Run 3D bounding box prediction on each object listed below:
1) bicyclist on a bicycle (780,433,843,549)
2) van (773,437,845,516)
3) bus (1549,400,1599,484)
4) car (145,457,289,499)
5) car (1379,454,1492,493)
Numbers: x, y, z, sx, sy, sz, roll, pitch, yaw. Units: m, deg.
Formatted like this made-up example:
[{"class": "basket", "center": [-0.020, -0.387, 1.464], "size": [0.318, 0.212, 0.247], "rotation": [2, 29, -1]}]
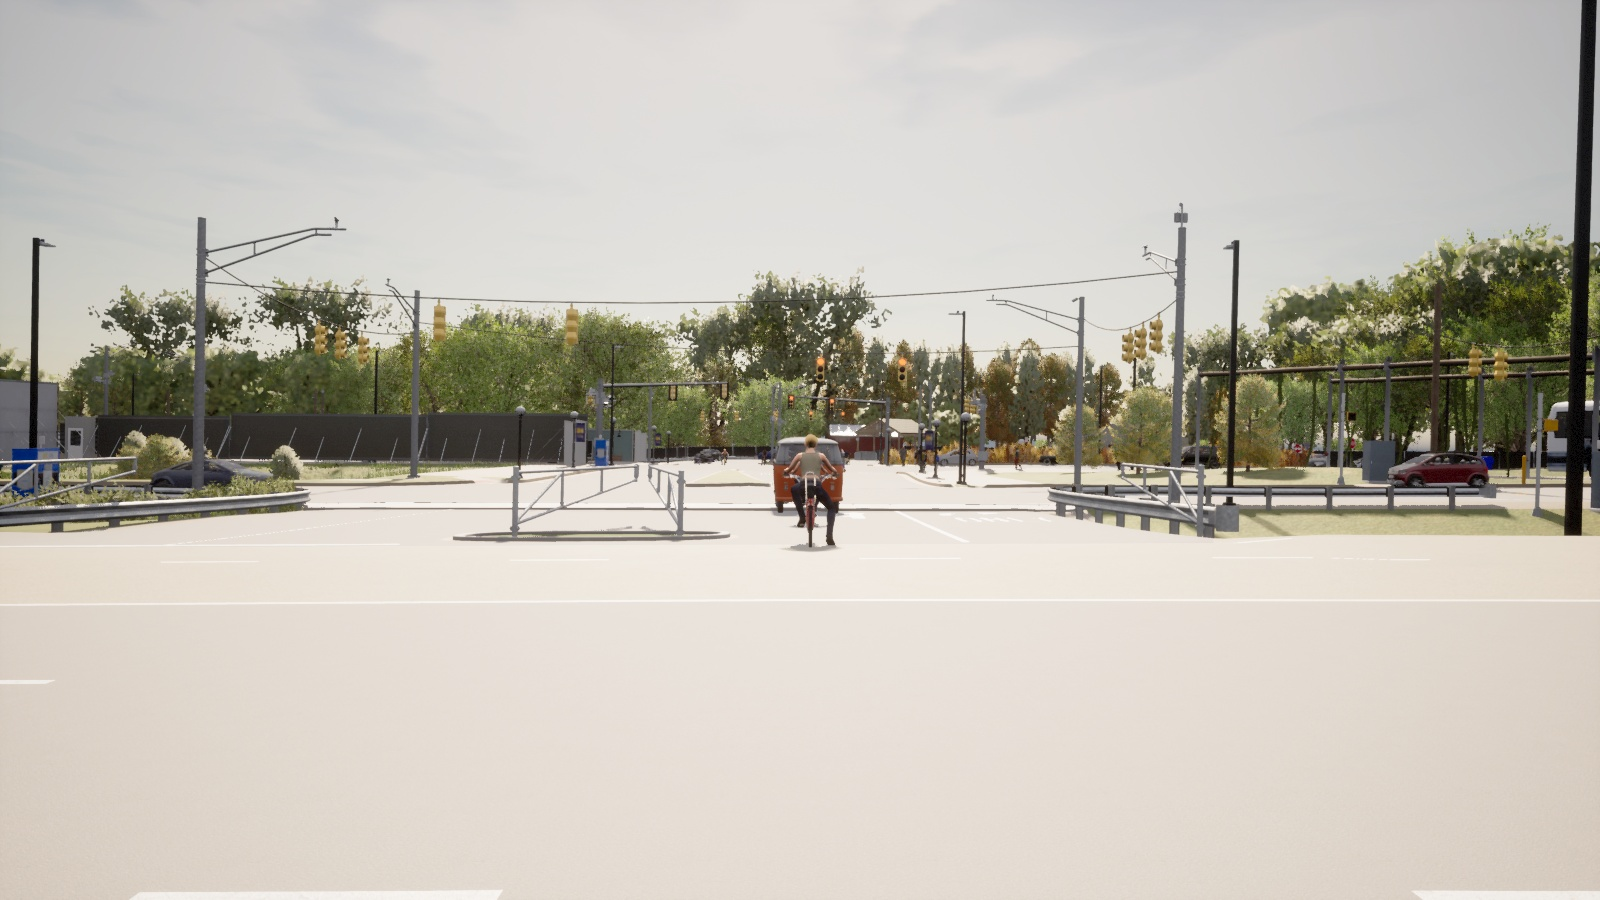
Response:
[{"class": "bicyclist on a bicycle", "center": [0.169, 0.579, 18.263], "size": [0.866, 1.612, 1.509], "rotation": [0, -1, 0]}, {"class": "van", "center": [0.182, 0.644, 34.256], "size": [1.775, 1.987, 4.442], "rotation": [0, 1, -2]}, {"class": "bus", "center": [43.078, -0.390, 61.799], "size": [3.944, 4.253, 10.273], "rotation": [1, -1, -24]}, {"class": "car", "center": [-20.650, 0.988, 44.569], "size": [4.181, 1.385, 1.994], "rotation": [0, 1, 1]}, {"class": "car", "center": [25.982, 0.940, 51.387], "size": [3.705, 1.549, 1.789], "rotation": [0, 1, 0]}]
